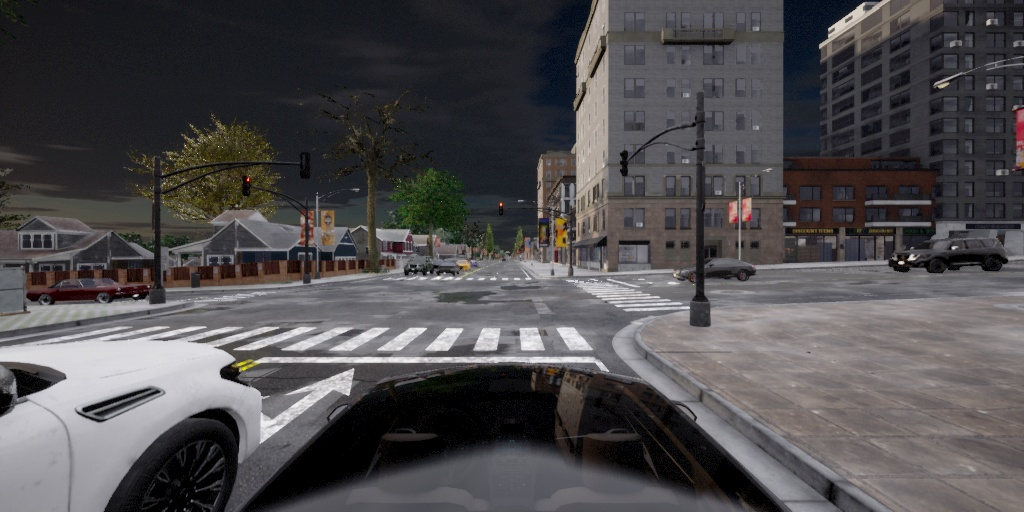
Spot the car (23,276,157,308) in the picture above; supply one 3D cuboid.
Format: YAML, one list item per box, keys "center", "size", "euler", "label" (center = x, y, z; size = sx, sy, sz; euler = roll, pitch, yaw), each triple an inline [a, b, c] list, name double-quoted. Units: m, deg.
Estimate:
- center: [-21.644, 1.806, 18.537]
  size: [4.718, 1.301, 1.895]
  euler: [-2, 0, 0]
  label: "car"

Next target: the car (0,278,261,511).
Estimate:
- center: [-3.145, 0.966, 0.572]
  size: [2.150, 2.045, 5.566]
  euler: [0, -1, 0]
  label: "car"

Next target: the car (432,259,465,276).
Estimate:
- center: [-6.640, 1.315, 37.906]
  size: [2.033, 1.411, 5.357]
  euler: [0, 0, 0]
  label: "car"

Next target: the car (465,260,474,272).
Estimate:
- center: [-6.651, 1.261, 47.698]
  size: [1.882, 1.535, 5.008]
  euler: [0, 0, 0]
  label: "car"

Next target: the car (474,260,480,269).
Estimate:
- center: [-6.643, 1.343, 59.942]
  size: [1.812, 1.442, 4.674]
  euler: [0, 1, 1]
  label: "car"

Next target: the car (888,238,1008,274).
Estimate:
- center: [26.580, -0.029, 21.951]
  size: [5.566, 2.045, 2.150]
  euler: [-2, 0, 0]
  label: "car"

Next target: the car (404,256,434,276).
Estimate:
- center: [-9.887, 0.990, 38.598]
  size: [2.150, 2.045, 5.566]
  euler: [0, 0, 0]
  label: "car"

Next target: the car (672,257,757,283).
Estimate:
- center: [12.284, 0.818, 21.894]
  size: [4.674, 1.442, 1.812]
  euler: [-2, 0, 1]
  label: "car"

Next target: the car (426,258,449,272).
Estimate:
- center: [-9.899, 1.136, 48.070]
  size: [2.097, 1.767, 4.553]
  euler: [0, 0, 0]
  label: "car"
